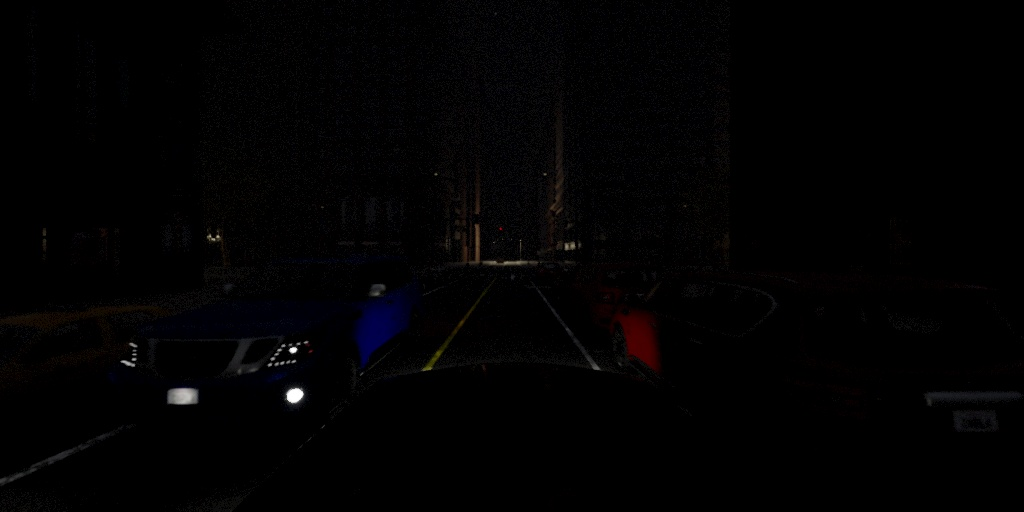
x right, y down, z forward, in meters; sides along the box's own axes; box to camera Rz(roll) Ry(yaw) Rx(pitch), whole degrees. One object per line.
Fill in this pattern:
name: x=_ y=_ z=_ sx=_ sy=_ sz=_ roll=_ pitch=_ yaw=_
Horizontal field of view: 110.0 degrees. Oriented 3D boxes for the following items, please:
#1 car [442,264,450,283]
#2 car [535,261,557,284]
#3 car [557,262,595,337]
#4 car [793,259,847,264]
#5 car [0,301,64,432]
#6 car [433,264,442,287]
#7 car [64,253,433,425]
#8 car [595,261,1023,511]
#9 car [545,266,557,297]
car: x=-5.754 y=1.284 z=27.068 sx=2.007 sy=1.370 sz=4.403 roll=0 pitch=0 yaw=0
car: x=2.771 y=1.174 z=27.067 sx=1.967 sy=1.591 sz=4.097 roll=0 pitch=0 yaw=0
car: x=2.765 y=1.058 z=10.158 sx=2.192 sy=1.841 sz=5.009 roll=0 pitch=0 yaw=0
car: x=42.068 y=0.848 z=48.650 sx=5.566 sy=2.045 sz=2.150 roll=0 pitch=0 yaw=0
car: x=-5.762 y=1.273 z=4.352 sx=1.751 sy=1.417 sz=4.829 roll=0 pitch=0 yaw=0
car: x=-5.756 y=1.302 z=21.431 sx=1.948 sy=1.339 sz=4.313 roll=0 pitch=0 yaw=0
car: x=-3.100 y=0.968 z=6.143 sx=2.150 sy=2.045 sz=5.566 roll=0 pitch=0 yaw=0
car: x=2.763 y=1.062 z=4.522 sx=2.192 sy=1.841 sz=5.009 roll=0 pitch=0 yaw=0
car: x=2.767 y=1.305 z=15.795 sx=1.948 sy=1.339 sz=4.313 roll=0 pitch=0 yaw=0
